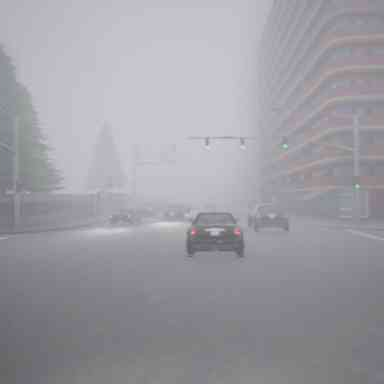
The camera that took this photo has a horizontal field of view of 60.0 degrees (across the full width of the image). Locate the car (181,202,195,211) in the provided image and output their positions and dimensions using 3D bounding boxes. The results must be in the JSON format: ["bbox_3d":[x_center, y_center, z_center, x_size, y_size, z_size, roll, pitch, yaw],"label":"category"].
[{"bbox_3d":[-0.598,2.278,53.592,1.895,1.301,4.718,-1,-1,3],"label":"car"}]

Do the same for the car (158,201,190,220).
[{"bbox_3d":[-1.739,1.932,33.608,2.128,1.511,4.902,-1,-1,3],"label":"car"}]

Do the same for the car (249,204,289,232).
[{"bbox_3d":[4.845,1.555,21.774,2.097,1.767,4.553,-1,-2,3],"label":"car"}]

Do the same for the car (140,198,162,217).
[{"bbox_3d":[-5.049,1.875,37.213,2.097,1.767,4.553,-1,-1,3],"label":"car"}]

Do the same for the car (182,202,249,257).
[{"bbox_3d":[0.923,1.496,13.814,2.097,1.767,4.553,-1,-1,3],"label":"car"}]

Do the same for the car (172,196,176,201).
[{"bbox_3d":[-3.916,1.981,57.240,2.150,2.045,5.566,-1,-1,3],"label":"car"}]

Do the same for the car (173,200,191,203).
[{"bbox_3d":[-1.196,2.121,43.479,1.994,1.385,4.181,-1,-1,3],"label":"car"}]

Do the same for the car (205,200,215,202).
[{"bbox_3d":[3.288,2.226,58.986,1.812,1.442,4.674,-1,-1,3],"label":"car"}]

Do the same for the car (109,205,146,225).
[{"bbox_3d":[-5.521,2.018,28.328,1.895,1.301,4.718,-1,-1,3],"label":"car"}]

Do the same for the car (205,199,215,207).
[{"bbox_3d":[3.878,2.384,72.207,2.128,1.511,4.902,-1,-1,3],"label":"car"}]

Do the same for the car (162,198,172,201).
[{"bbox_3d":[-4.519,1.856,46.613,2.150,2.045,5.566,-1,-1,4],"label":"car"}]
